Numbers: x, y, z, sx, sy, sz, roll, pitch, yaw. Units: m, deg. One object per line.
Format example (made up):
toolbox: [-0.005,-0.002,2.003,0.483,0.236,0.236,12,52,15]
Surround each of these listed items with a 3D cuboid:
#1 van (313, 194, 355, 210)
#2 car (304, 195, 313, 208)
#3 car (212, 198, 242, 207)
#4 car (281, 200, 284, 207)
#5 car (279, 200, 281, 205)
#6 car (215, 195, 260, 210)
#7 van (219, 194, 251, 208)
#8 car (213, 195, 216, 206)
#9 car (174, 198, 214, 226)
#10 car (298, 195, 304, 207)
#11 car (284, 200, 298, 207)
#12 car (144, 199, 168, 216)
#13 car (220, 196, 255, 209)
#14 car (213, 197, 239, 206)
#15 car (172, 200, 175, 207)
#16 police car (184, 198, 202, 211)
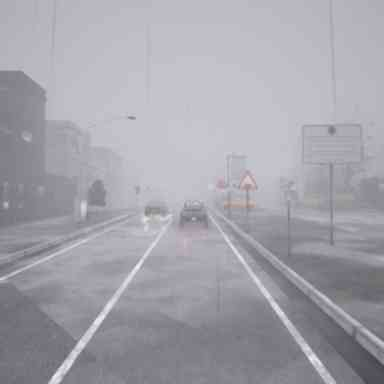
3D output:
van: [18.462,1.269,42.881,4.442,1.987,1.878,0,-1,0]
car: [18.743,1.533,45.673,5.366,1.575,1.946,0,-1,0]
car: [6.179,1.818,58.495,5.008,1.535,2.097,0,-2,-1]
car: [18.457,1.776,56.839,4.892,1.521,2.231,0,-2,-1]
car: [18.403,1.598,59.514,5.566,2.045,2.435,0,-2,-1]
car: [6.121,1.497,43.435,5.366,1.575,1.946,0,-1,0]
van: [6.378,1.375,49.395,4.442,1.987,1.878,0,-1,0]
car: [6.238,1.486,55.585,5.566,2.045,2.435,0,-1,-1]
car: [0.108,1.406,23.156,2.128,1.511,4.902,-1,2,0]
car: [18.724,1.579,48.334,5.366,1.575,1.946,0,-1,0]
car: [18.468,1.450,54.054,5.566,2.045,2.435,0,-2,-1]
car: [-3.330,1.410,31.539,1.882,1.535,5.008,0,0,0]
car: [6.316,1.418,46.356,4.553,1.767,2.185,0,-1,0]
car: [6.170,1.777,61.533,4.553,1.767,2.185,0,-2,-1]
car: [-3.333,2.453,72.753,1.837,1.490,4.892,0,-3,0]
police car: [0.101,1.505,41.813,2.038,1.542,4.974,0,-1,0]
